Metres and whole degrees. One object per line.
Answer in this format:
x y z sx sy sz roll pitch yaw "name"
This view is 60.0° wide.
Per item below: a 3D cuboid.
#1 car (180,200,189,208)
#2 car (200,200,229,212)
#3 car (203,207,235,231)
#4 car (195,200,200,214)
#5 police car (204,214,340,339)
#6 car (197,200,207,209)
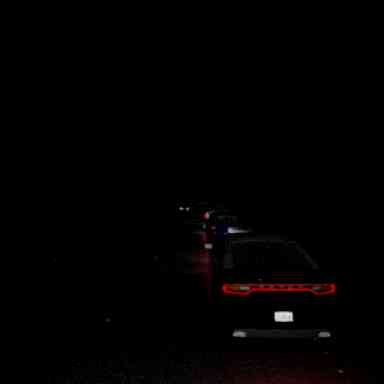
-1.464 2.393 66.852 2.033 1.411 5.357 0 -1 2 "car"
1.780 1.617 22.921 2.097 1.767 4.553 0 -1 2 "car"
1.605 1.720 16.951 1.812 1.442 4.674 0 -1 2 "car"
1.366 2.004 43.615 1.882 1.535 5.008 0 -1 2 "car"
1.310 1.502 7.066 1.930 1.638 5.238 0 -1 2 "police car"
1.908 2.270 62.560 1.837 1.490 4.892 0 -1 2 "car"
